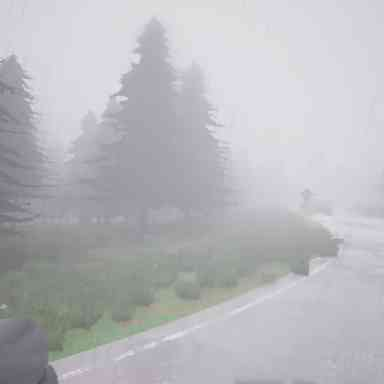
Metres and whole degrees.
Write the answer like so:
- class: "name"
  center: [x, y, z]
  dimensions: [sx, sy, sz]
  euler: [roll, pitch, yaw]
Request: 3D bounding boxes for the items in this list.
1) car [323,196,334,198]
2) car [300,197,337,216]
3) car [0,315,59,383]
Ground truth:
- class: "car"
  center: [18.002, 1.288, 44.046]
  dimensions: [1.882, 1.535, 5.008]
  euler: [0, 1, 25]
- class: "car"
  center: [11.395, 1.355, 30.879]
  dimensions: [2.033, 1.411, 5.357]
  euler: [3, 1, 4]
- class: "car"
  center: [-3.288, 1.564, 1.526]
  dimensions: [5.008, 1.535, 1.882]
  euler: [0, -1, -34]
